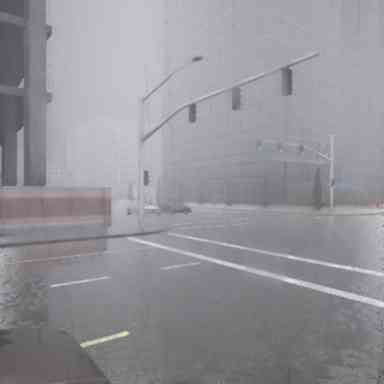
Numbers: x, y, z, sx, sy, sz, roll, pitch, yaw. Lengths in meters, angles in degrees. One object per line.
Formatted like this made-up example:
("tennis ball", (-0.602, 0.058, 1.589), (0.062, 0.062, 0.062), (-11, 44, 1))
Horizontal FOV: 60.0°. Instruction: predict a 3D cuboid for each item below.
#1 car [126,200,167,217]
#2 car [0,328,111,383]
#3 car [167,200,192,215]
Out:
("car", (-4.547, 1.522, 31.094), (1.812, 1.442, 4.674), (0, 0, -36))
("car", (-3.055, 1.548, 1.612), (5.357, 1.411, 2.033), (0, 0, -35))
("car", (-2.169, 1.541, 33.774), (2.033, 1.411, 5.357), (0, 0, -36))
